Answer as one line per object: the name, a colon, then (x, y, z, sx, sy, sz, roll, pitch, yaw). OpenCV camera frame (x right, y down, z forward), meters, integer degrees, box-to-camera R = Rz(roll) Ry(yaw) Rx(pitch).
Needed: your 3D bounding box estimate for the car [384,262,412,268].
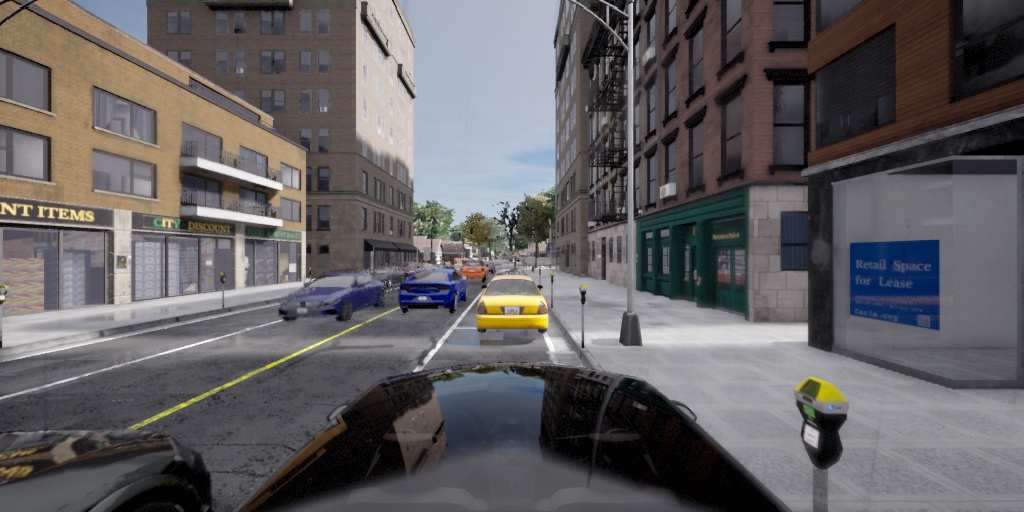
car: (-8.408, 1.303, 23.719, 2.007, 1.370, 4.403, 0, 0, 0)

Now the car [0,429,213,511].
car: (-2.920, 1.313, 0.574, 1.994, 1.385, 4.181, 0, 0, 0)

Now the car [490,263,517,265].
car: (-0.383, 1.334, 23.722, 1.802, 1.307, 4.207, 0, 0, 0)

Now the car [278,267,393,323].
car: (-5.869, 1.276, 12.359, 1.812, 1.442, 4.674, 0, 0, 0)

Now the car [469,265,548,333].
car: (0.005, 1.207, 10.690, 1.801, 1.575, 5.366, 0, 0, 0)

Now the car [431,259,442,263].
car: (-8.408, 1.285, 34.586, 1.751, 1.417, 4.829, 0, 0, 0)

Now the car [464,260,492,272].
car: (-3.020, 1.107, 29.215, 2.097, 1.767, 4.553, 0, 0, 0)

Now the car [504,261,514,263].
car: (-0.383, 1.281, 29.411, 1.751, 1.417, 4.829, 0, 0, 0)

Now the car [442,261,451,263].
car: (-8.408, 1.204, 40.275, 1.967, 1.591, 4.097, 0, 0, 0)

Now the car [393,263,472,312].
car: (-2.919, 1.228, 14.151, 1.882, 1.535, 5.008, 0, 0, 0)

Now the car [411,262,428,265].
car: (-8.408, 1.195, 29.238, 1.967, 1.591, 4.097, 0, 0, 0)
